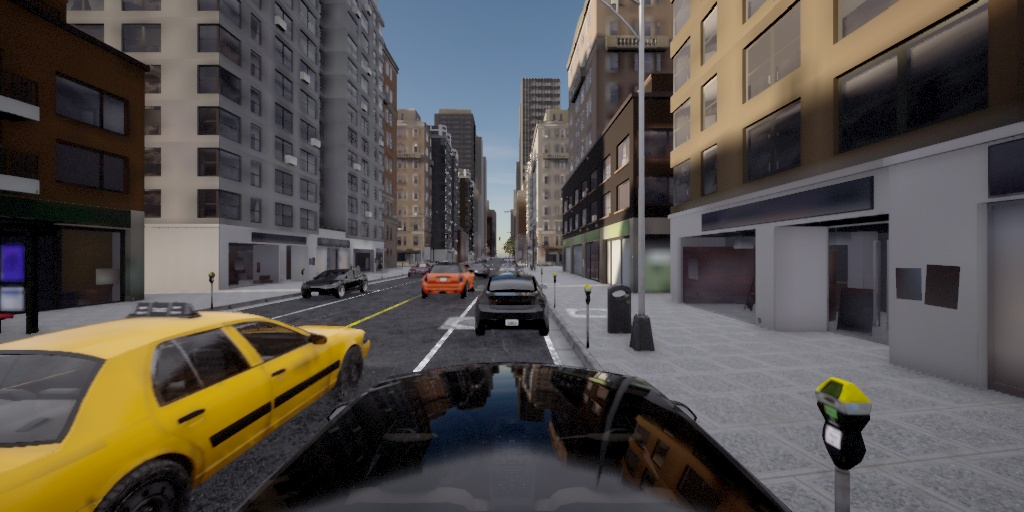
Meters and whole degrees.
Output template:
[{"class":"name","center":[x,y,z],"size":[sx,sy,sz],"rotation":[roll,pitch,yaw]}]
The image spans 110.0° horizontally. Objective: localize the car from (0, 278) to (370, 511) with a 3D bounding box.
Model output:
[{"class":"car","center":[-3.145,1.205,3.533],"size":[1.801,1.575,5.366],"rotation":[0,0,0]}]

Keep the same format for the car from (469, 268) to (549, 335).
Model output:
[{"class":"car","center":[0.000,1.254,10.500],"size":[1.837,1.490,4.892],"rotation":[0,0,0]}]

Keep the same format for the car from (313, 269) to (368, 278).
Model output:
[{"class":"car","center":[-8.813,1.316,18.202],"size":[1.948,1.339,4.313],"rotation":[0,0,0]}]

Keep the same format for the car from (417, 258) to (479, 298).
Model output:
[{"class":"car","center":[-3.127,1.101,18.516],"size":[2.097,1.767,4.553],"rotation":[0,0,0]}]

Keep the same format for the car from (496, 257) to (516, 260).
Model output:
[{"class":"car","center":[-0.288,1.066,40.309],"size":[2.192,1.841,5.009],"rotation":[0,0,0]}]

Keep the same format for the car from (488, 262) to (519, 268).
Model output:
[{"class":"car","center":[-0.288,1.301,23.738],"size":[2.007,1.370,4.403],"rotation":[0,0,0]}]

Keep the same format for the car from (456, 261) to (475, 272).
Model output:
[{"class":"car","center":[-6.160,1.353,47.900],"size":[1.895,1.301,4.718],"rotation":[0,0,0]}]

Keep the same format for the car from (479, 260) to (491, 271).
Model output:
[{"class":"car","center":[-3.127,1.315,33.607],"size":[1.994,1.385,4.181],"rotation":[0,0,1]}]

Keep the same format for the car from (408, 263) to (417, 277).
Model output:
[{"class":"car","center":[-8.814,1.333,34.778],"size":[1.802,1.307,4.207],"rotation":[0,0,0]}]
